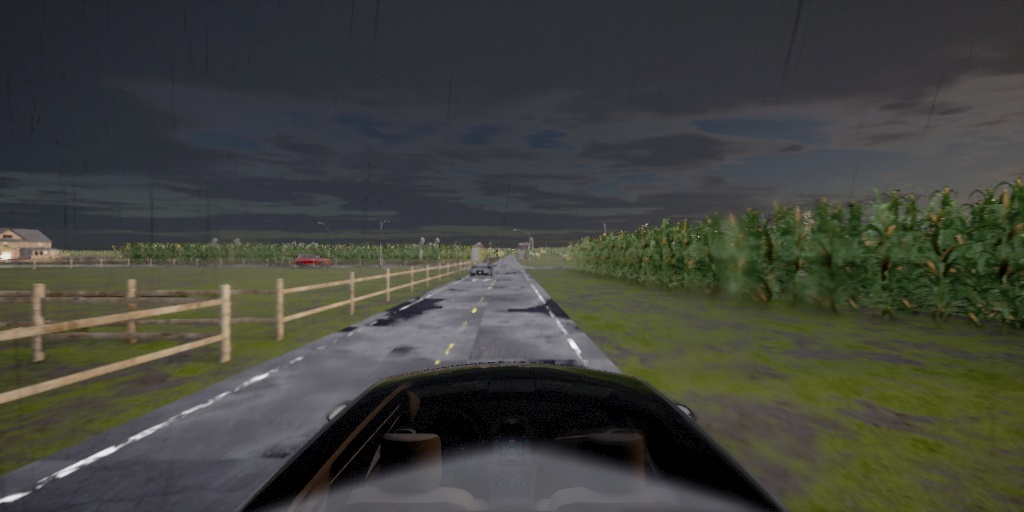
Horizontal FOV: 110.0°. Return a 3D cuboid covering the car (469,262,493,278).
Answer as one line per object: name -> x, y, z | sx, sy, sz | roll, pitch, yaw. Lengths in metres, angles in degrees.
car -> -2.836, 1.284, 33.954 | 1.994, 1.385, 4.181 | 0, 0, 0
